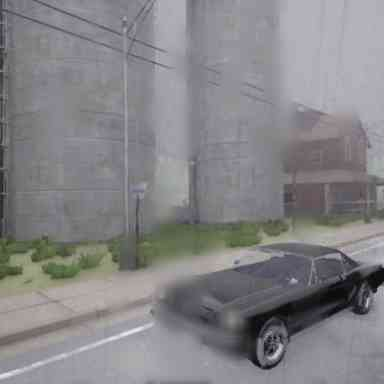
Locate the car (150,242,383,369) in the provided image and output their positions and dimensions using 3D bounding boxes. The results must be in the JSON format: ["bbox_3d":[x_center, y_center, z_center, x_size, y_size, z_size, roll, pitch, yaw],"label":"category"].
[{"bbox_3d":[1.632,1.671,6.016,4.718,1.301,1.895,0,-1,-41],"label":"car"}]

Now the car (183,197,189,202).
[{"bbox_3d":[0.052,2.136,71.120,3.866,1.878,1.905,1,-6,2],"label":"car"}]
